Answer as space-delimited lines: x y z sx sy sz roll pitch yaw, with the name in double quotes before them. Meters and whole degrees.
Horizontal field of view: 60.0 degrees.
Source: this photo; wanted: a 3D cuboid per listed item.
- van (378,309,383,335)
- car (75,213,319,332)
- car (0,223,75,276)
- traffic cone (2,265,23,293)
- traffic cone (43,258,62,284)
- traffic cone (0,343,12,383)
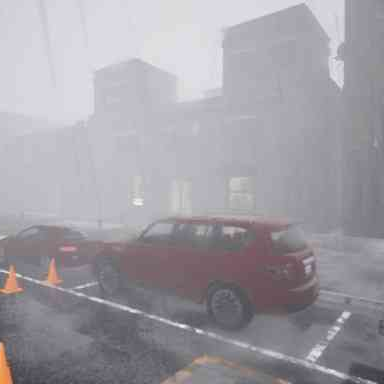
"van" 4.491 1.410 3.717 3.998 1.788 1.690 0 0 37
"car" 0.035 1.370 7.023 5.009 1.841 2.192 0 0 37
"car" -4.422 1.622 10.328 4.206 1.307 1.802 0 0 37
"traffic cone" -4.135 1.979 7.667 0.340 0.580 0.340 0 -1 37
"traffic cone" -3.539 1.990 8.470 0.340 0.580 0.340 0 -1 37
"traffic cone" -2.114 1.968 3.677 0.340 0.580 0.340 0 -1 37
